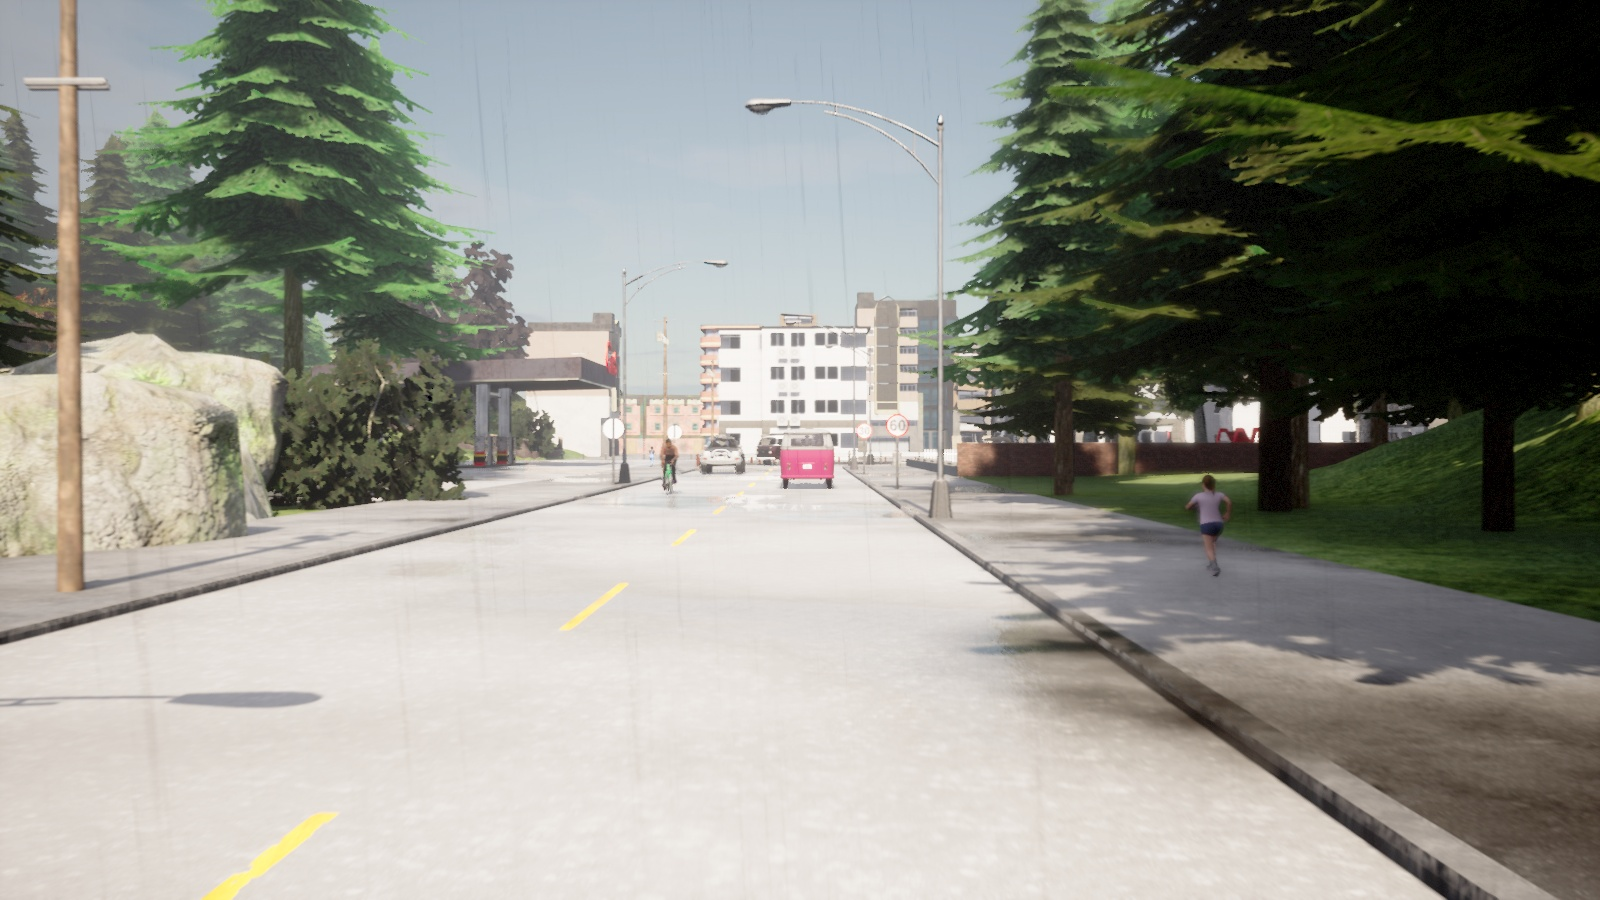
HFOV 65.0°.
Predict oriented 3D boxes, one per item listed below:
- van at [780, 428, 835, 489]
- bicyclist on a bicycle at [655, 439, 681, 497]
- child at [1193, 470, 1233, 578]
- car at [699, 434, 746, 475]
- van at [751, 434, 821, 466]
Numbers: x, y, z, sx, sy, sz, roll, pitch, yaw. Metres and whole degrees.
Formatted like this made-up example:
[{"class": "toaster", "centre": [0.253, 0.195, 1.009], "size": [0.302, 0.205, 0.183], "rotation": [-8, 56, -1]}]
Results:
[{"class": "van", "centre": [0.246, 0.259, 42.875], "size": [1.775, 1.987, 4.442], "rotation": [0, 0, 0]}, {"class": "bicyclist on a bicycle", "centre": [-3.784, 0.493, 36.128], "size": [0.582, 1.620, 1.656], "rotation": [0, 1, 0]}, {"class": "child", "centre": [4.322, 0.765, 13.149], "size": [0.255, 1.110, 0.394], "rotation": [0, 0, -4]}, {"class": "car", "centre": [-3.678, 0.223, 60.263], "size": [1.932, 1.855, 4.605], "rotation": [0, 0, 0]}, {"class": "van", "centre": [-0.922, 0.006, 82.569], "size": [2.069, 2.038, 4.480], "rotation": [0, 0, 43]}]
